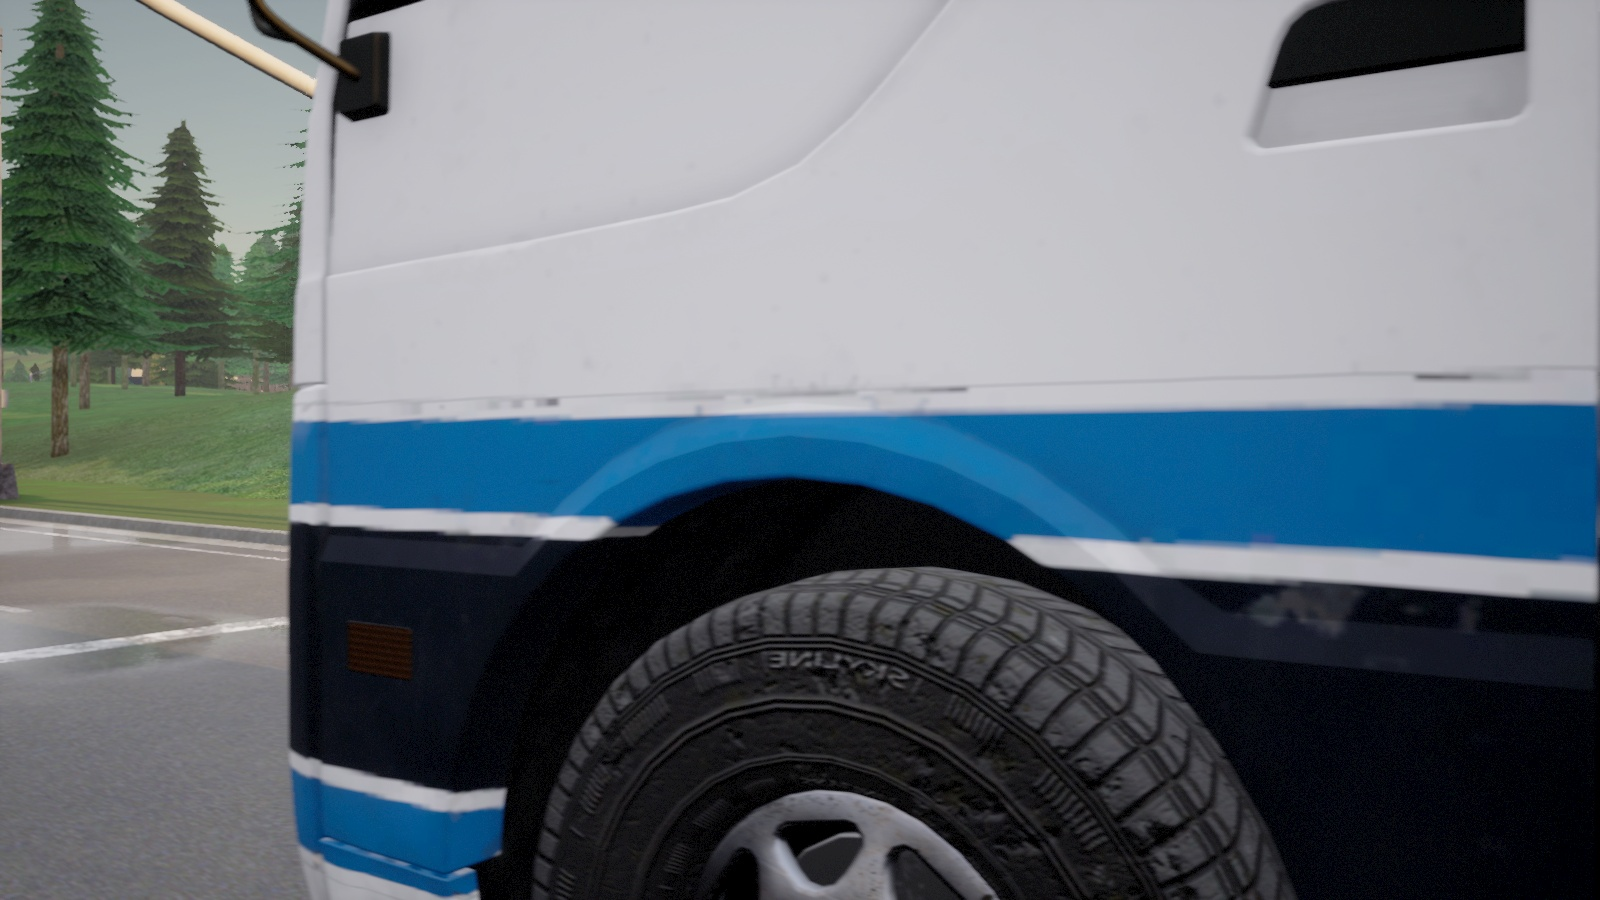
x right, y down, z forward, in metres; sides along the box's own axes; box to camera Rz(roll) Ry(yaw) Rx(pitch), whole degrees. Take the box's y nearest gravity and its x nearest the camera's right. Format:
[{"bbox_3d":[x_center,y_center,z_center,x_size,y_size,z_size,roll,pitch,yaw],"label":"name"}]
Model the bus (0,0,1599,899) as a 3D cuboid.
[{"bbox_3d":[3.426,-0.685,1.322,10.273,4.253,3.944,-1,0,34],"label":"bus"}]
